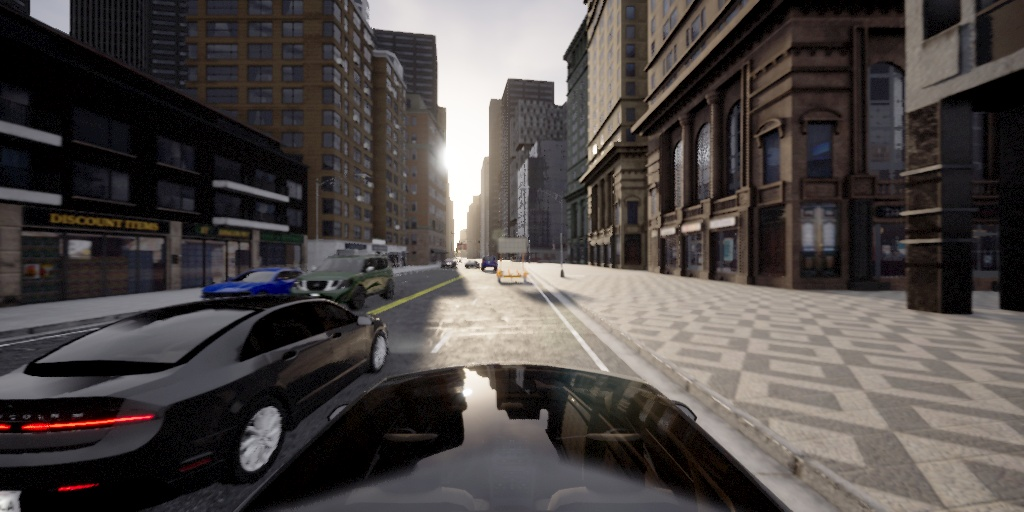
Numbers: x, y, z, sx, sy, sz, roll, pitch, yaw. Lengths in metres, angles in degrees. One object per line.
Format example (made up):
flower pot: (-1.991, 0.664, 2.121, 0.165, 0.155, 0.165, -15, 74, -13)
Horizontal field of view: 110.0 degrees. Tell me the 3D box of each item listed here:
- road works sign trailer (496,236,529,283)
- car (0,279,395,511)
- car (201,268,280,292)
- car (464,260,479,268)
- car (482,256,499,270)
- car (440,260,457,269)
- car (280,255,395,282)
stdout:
road works sign trailer: (0.015, 0.217, 28.116, 2.380, 3.560, 2.880, 0, 0, 0)
car: (-3.150, 1.255, 4.612, 1.837, 1.490, 4.892, 0, 0, 0)
car: (-9.848, 1.229, 14.449, 1.882, 1.535, 5.008, 0, 0, 0)
car: (-6.539, 1.322, 58.436, 1.994, 1.385, 4.181, 0, 0, 1)
car: (-3.149, 0.978, 51.670, 2.150, 2.045, 5.566, 0, 0, 0)
car: (-9.797, 1.305, 55.779, 2.033, 1.411, 5.357, 0, 0, 1)
car: (-6.599, 0.972, 14.767, 2.150, 2.045, 5.566, 0, 0, 0)
